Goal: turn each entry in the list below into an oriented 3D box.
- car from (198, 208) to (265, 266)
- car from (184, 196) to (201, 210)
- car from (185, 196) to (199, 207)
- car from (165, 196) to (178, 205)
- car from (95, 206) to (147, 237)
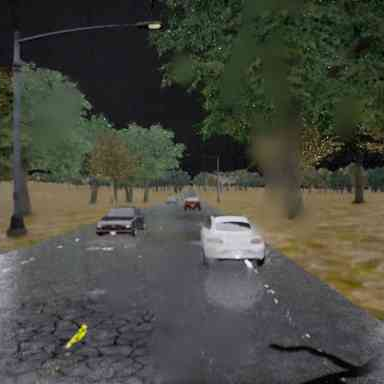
[{"bbox_3d":[1.225,1.483,11.295,1.812,1.442,4.674,0,0,0],"label":"car"},{"bbox_3d":[0.079,1.343,39.596,1.882,1.535,5.008,0,0,1],"label":"car"},{"bbox_3d":[-0.002,1.380,49.851,2.128,1.511,4.902,0,0,0],"label":"car"},{"bbox_3d":[-3.563,1.464,58.487,1.837,1.490,4.892,0,0,0],"label":"car"},{"bbox_3d":[-3.601,1.483,17.841,2.033,1.411,5.357,0,0,0],"label":"car"}]
